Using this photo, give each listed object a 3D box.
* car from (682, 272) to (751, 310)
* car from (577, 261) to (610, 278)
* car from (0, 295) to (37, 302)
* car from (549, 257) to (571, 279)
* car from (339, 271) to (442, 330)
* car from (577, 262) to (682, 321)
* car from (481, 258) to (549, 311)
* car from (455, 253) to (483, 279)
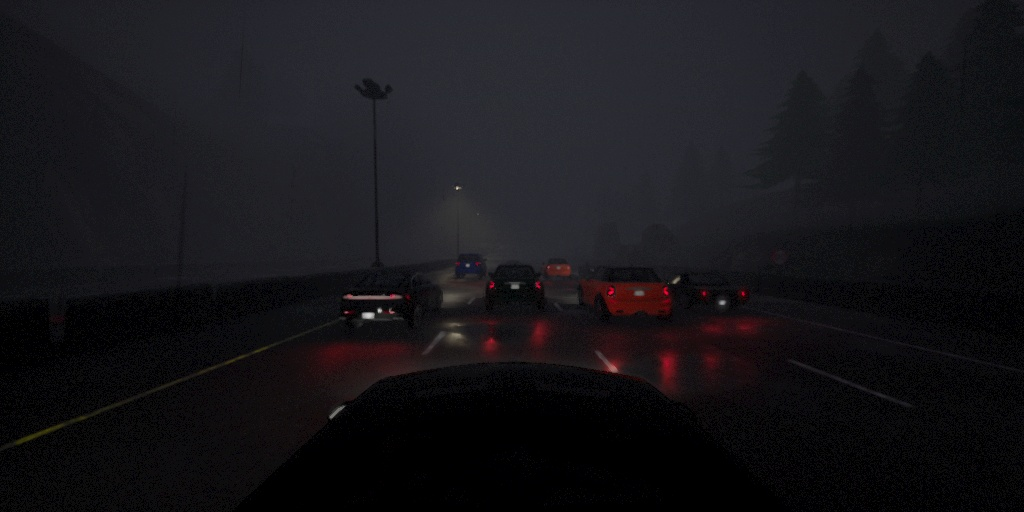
[{"bbox_3d":[7.109,1.285,14.340,1.895,1.301,4.718,0,0,0],"label":"car"},{"bbox_3d":[7.125,1.170,31.830,1.895,1.301,4.718,0,1,0],"label":"car"},{"bbox_3d":[-14.090,1.305,7.668,1.895,1.301,4.718,0,0,0],"label":"car"},{"bbox_3d":[3.622,0.934,29.985,2.097,1.767,4.553,0,0,0],"label":"car"},{"bbox_3d":[-3.394,1.186,10.901,2.128,1.511,4.902,0,0,0],"label":"car"},{"bbox_3d":[3.609,1.046,12.277,2.097,1.767,4.553,0,0,0],"label":"car"},{"bbox_3d":[0.107,1.032,14.176,2.097,1.767,4.553,0,0,0],"label":"car"},{"bbox_3d":[-3.377,0.797,30.028,2.150,2.045,5.566,0,0,0],"label":"car"}]
